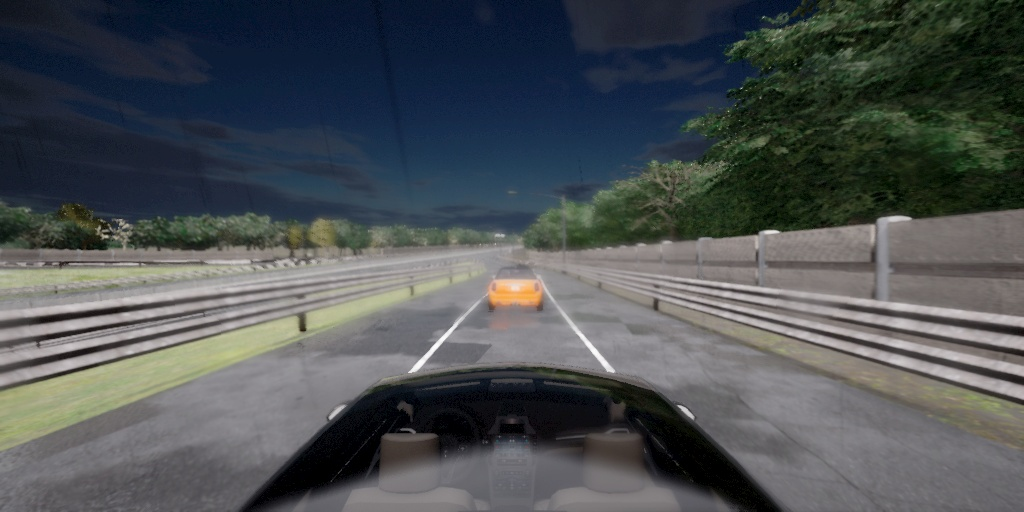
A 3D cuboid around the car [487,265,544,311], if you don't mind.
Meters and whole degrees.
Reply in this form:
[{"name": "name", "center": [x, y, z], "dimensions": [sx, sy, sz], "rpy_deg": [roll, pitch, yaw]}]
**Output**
[{"name": "car", "center": [0.199, 1.214, 15.146], "dimensions": [2.097, 1.767, 4.553], "rpy_deg": [0, -1, 2]}]
